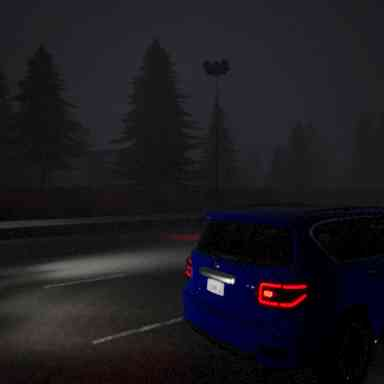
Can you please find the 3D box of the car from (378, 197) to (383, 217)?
[{"bbox_3d":[19.132,1.326,30.242,4.553,1.767,2.097,0,0,-35],"label":"car"}]

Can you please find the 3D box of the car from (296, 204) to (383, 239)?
[{"bbox_3d":[8.085,1.478,18.109,4.902,1.511,2.128,0,0,-35],"label":"car"}]

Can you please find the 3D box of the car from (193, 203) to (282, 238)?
[{"bbox_3d":[2.626,1.468,18.515,5.008,1.535,1.882,0,0,-36],"label":"car"}]

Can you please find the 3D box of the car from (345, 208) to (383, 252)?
[{"bbox_3d":[8.790,1.493,14.314,4.892,1.490,1.837,0,0,-35],"label":"car"}]

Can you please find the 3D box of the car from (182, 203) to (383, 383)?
[{"bbox_3d":[2.462,1.217,5.501,5.566,2.045,2.150,0,0,-35],"label":"car"}]
